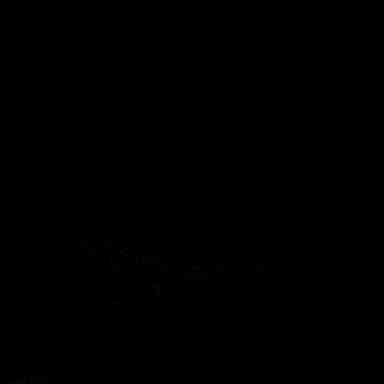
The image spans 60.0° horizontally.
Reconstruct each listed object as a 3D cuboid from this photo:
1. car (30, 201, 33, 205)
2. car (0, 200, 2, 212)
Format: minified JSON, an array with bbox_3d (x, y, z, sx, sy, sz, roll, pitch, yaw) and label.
[{"bbox_3d":[-21.123,1.375,48.199,2.008,1.369,4.403,1,1,36],"label":"car"},{"bbox_3d":[-20.153,1.540,34.917,2.008,1.369,4.403,1,1,36],"label":"car"}]
